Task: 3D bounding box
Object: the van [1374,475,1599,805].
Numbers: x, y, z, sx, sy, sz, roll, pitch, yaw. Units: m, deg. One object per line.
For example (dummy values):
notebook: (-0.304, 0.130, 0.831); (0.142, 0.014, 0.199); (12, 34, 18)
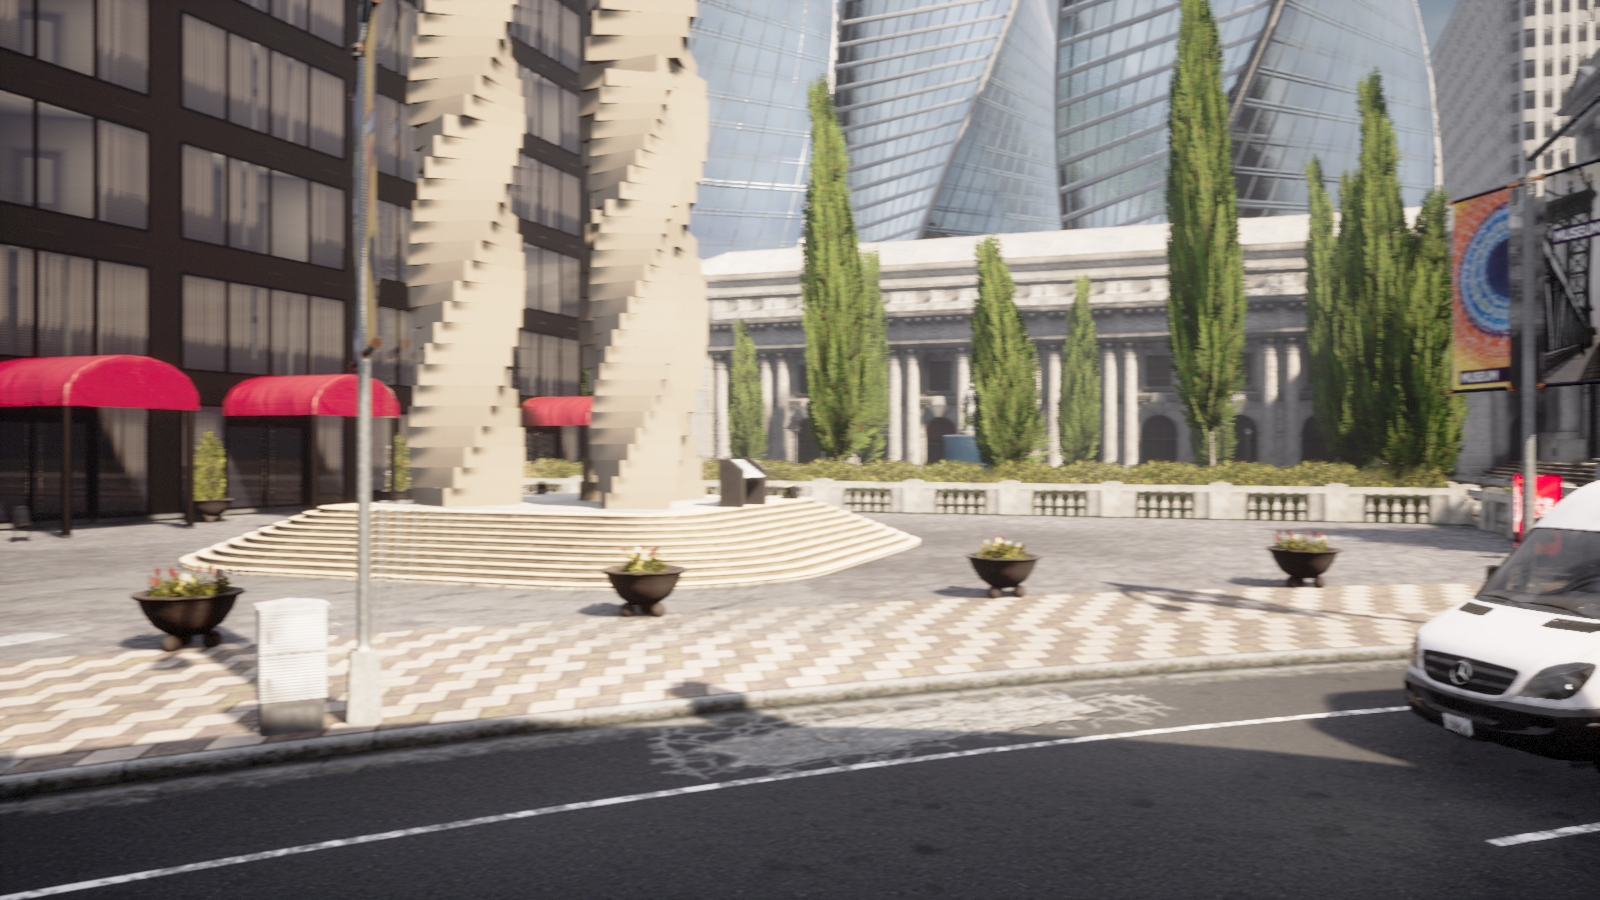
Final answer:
van: (8.627, 1.530, 10.668); (5.915, 2.561, 1.988); (0, 0, -13)
